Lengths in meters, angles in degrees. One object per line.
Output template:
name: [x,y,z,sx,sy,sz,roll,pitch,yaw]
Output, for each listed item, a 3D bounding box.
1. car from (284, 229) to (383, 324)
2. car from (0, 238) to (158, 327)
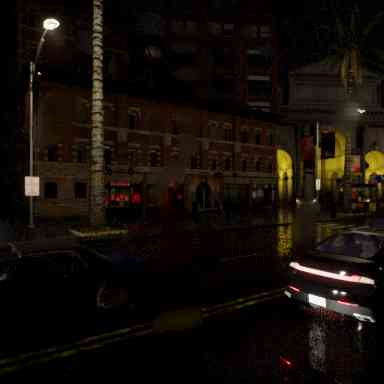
car: [3.951,1.492,6.628,4.902,1.511,2.128,0,0,-35]
car: [-3.102,1.601,6.079,4.718,1.301,1.895,0,0,-36]
